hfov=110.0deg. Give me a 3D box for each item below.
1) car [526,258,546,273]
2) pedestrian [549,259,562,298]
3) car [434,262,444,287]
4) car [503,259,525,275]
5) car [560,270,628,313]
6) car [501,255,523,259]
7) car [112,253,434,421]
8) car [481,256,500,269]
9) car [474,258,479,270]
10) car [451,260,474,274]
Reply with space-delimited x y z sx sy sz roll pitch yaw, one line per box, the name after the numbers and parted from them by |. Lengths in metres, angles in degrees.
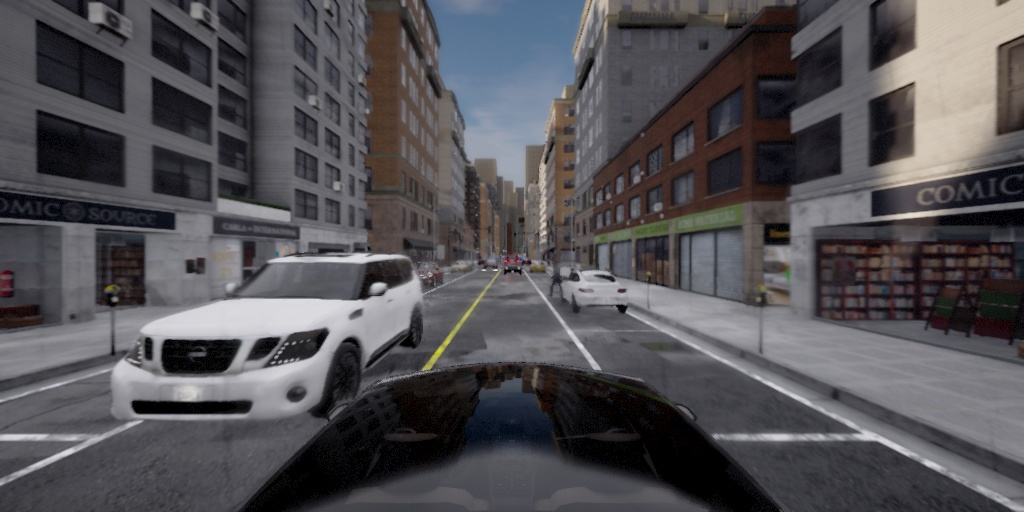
2.862 1.148 40.042 1.751 1.417 4.829 0 0 0 | car
2.045 0.994 16.364 0.375 1.860 0.375 0 0 -10 | pedestrian
-5.666 1.116 23.296 1.967 1.591 4.097 0 0 0 | car
0.083 1.232 37.124 1.895 1.301 4.718 0 0 0 | car
3.001 1.236 13.698 1.812 1.442 4.674 0 0 0 | car
0.006 0.820 48.047 2.150 2.045 5.566 0 0 0 | car
-3.100 0.956 6.198 2.150 2.045 5.566 0 0 0 | car
-2.995 1.142 50.947 1.812 1.442 4.674 0 0 0 | car
-5.663 1.156 45.399 2.007 1.370 4.403 0 0 0 | car
-5.664 1.148 39.703 1.751 1.417 4.829 0 0 0 | car
